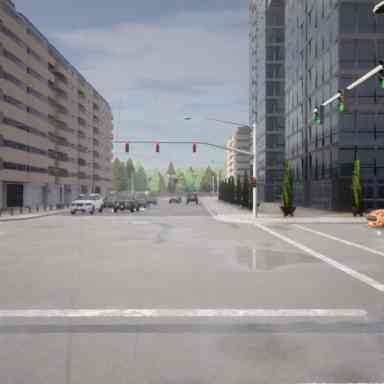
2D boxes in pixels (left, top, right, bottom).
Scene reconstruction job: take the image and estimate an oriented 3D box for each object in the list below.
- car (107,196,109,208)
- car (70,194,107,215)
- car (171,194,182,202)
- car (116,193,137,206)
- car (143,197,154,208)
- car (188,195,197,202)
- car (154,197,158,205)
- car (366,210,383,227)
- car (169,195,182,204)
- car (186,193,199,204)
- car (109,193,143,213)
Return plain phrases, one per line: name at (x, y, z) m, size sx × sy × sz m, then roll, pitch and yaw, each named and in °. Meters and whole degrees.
car at (-10.867, 1.352, 44.784) m, size 2.097 × 1.767 × 4.553 m, roll 0°, pitch 0°, yaw 1°
car at (-10.928, 1.221, 34.940) m, size 2.150 × 2.045 × 5.566 m, roll 0°, pitch 0°, yaw -1°
car at (-3.410, 1.355, 74.261) m, size 2.097 × 1.767 × 4.553 m, roll 0°, pitch 0°, yaw 1°
car at (-10.736, 1.221, 54.985) m, size 2.150 × 2.045 × 5.566 m, roll 0°, pitch 0°, yaw 1°
car at (-7.325, 1.547, 48.359) m, size 2.033 × 1.411 × 5.357 m, roll 0°, pitch 0°, yaw 1°
car at (0.098, 1.500, 74.538) m, size 1.837 × 1.490 × 4.892 m, roll 0°, pitch 0°, yaw 1°
car at (-7.187, 1.564, 58.379) m, size 1.994 × 1.385 × 4.181 m, roll 0°, pitch 0°, yaw 1°
car at (13.579, 1.407, 21.101) m, size 4.553 × 1.767 × 2.097 m, roll 0°, pitch 0°, yaw 0°
car at (-3.432, 1.526, 64.244) m, size 1.812 × 1.442 × 4.674 m, roll 0°, pitch 0°, yaw 1°
car at (0.062, 1.221, 63.825) m, size 2.150 × 2.045 × 5.566 m, roll 0°, pitch 0°, yaw 1°
car at (-7.419, 1.221, 38.114) m, size 2.150 × 2.045 × 5.566 m, roll 0°, pitch 0°, yaw 1°
